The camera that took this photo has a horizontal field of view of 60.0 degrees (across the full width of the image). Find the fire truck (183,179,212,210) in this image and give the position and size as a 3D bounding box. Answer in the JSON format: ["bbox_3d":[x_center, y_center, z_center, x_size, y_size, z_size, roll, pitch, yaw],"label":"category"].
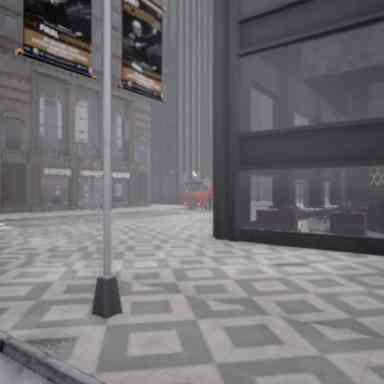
[{"bbox_3d":[2.439,0.301,44.035,2.891,3.827,8.468,0,0,36],"label":"fire truck"}]
